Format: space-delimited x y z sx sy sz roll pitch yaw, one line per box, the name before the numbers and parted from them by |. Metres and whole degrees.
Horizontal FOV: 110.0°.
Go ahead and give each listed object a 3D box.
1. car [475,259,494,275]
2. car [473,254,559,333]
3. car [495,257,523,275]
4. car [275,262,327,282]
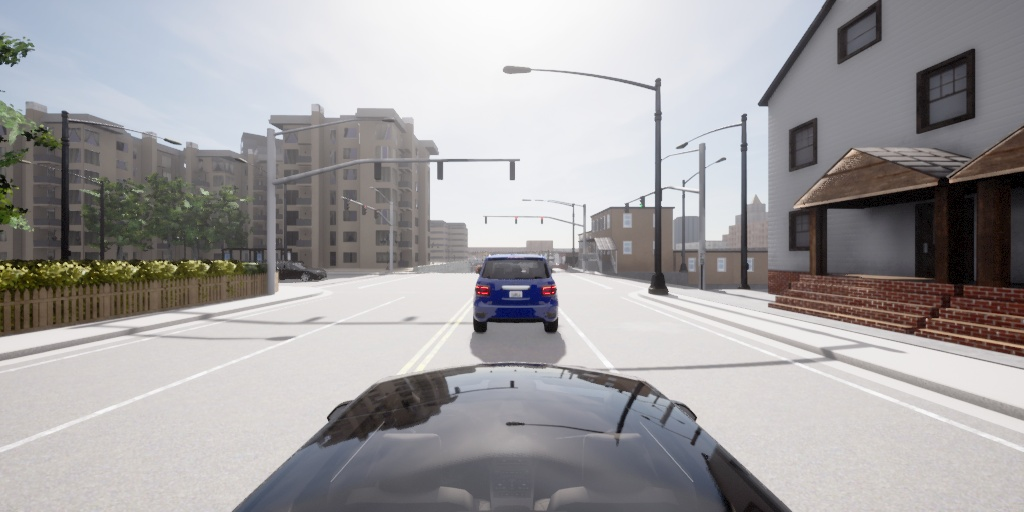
car | -3.549 1.505 46.939 2.097 1.767 4.553 1 -5 0
car | 0.103 0.971 10.918 2.150 2.045 5.566 0 0 0
car | -0.242 1.047 38.600 2.097 1.767 4.553 -1 -1 12
car | -17.112 1.255 28.068 4.892 1.490 1.837 0 0 1
